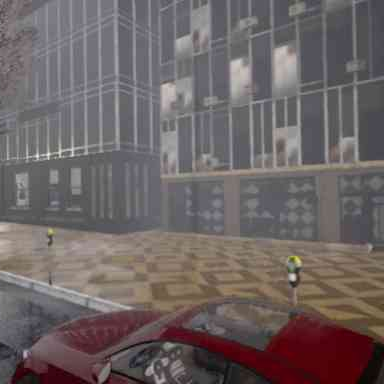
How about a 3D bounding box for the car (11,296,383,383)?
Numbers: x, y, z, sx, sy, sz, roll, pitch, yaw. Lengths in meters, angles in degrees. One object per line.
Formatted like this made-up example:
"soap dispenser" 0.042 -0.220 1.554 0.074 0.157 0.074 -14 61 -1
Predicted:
"car" 0.220 1.582 2.733 4.206 1.307 1.802 0 -1 35
